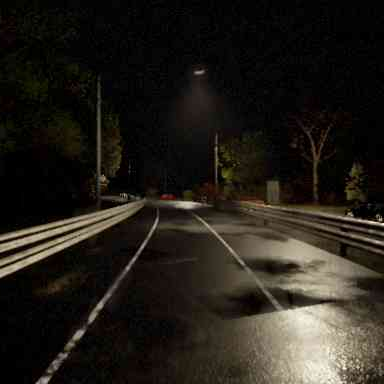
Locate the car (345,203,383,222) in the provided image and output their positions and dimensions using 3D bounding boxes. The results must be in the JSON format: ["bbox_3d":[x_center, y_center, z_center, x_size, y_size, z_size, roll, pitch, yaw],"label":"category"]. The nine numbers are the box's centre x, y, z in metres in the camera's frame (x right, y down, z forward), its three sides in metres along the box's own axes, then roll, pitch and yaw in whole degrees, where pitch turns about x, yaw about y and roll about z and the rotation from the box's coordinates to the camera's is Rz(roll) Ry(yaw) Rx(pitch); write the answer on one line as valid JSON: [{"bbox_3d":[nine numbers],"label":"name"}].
[{"bbox_3d":[15.589,1.720,28.777,1.837,1.490,4.892,0,0,-22],"label":"car"}]

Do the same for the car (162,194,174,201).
[{"bbox_3d":[-6.199,1.286,84.035,2.097,1.767,4.553,0,0,-22],"label":"car"}]

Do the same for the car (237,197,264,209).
[{"bbox_3d":[8.275,1.481,47.331,2.097,1.767,4.553,0,0,-22],"label":"car"}]

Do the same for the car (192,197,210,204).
[{"bbox_3d":[1.674,1.617,64.104,1.895,1.301,4.718,1,0,-22],"label":"car"}]
